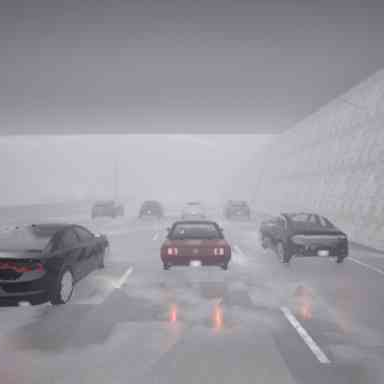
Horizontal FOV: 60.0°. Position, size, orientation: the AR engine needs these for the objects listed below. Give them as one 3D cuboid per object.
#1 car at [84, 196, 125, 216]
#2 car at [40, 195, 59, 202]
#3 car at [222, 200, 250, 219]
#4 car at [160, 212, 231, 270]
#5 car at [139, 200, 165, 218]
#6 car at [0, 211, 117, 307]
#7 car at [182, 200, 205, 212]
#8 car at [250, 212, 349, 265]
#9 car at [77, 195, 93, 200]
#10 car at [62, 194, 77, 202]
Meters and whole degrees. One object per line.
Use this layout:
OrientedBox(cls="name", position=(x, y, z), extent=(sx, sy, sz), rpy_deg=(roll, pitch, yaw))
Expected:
OrientedBox(cls="car", position=(-6.882, 1.386, 27.512), extent=(2.128, 1.511, 4.902), rpy_deg=(0, 0, 0))
OrientedBox(cls="car", position=(-27.917, 1.336, 65.283), extent=(1.895, 1.301, 4.718), rpy_deg=(0, 0, 0))
OrientedBox(cls="car", position=(3.618, 1.389, 27.507), extent=(2.128, 1.511, 4.902), rpy_deg=(0, 0, 0))
OrientedBox(cls="car", position=(0.102, 1.560, 10.855), extent=(1.895, 1.301, 4.718), rpy_deg=(0, 0, 0))
OrientedBox(cls="car", position=(-3.392, 1.418, 28.516), extent=(1.812, 1.442, 4.674), rpy_deg=(0, 0, 0))
OrientedBox(cls="car", position=(-3.405, 1.446, 7.999), extent=(1.882, 1.535, 5.008), rpy_deg=(0, 0, 0))
OrientedBox(cls="car", position=(0.108, 1.418, 28.508), extent=(1.812, 1.442, 4.674), rpy_deg=(0, 0, 0))
OrientedBox(cls="car", position=(3.601, 1.449, 11.524), extent=(2.128, 1.511, 4.902), rpy_deg=(0, 0, 0))
OrientedBox(cls="car", position=(-20.915, 1.297, 66.755), extent=(1.994, 1.385, 4.181), rpy_deg=(0, 0, 0))
OrientedBox(cls="car", position=(-24.415, 1.243, 66.761), extent=(1.837, 1.490, 4.892), rpy_deg=(0, 0, 0))
